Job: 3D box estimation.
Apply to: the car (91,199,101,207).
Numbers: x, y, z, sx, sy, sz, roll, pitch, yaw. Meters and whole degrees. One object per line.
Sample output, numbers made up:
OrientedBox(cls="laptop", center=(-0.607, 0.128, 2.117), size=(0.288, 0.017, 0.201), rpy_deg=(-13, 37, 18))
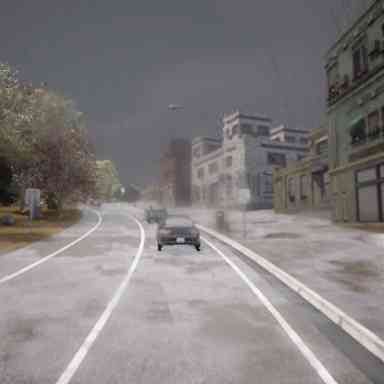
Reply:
OrientedBox(cls="car", center=(-18.442, 2.135, 63.814), size=(2.128, 1.511, 4.902), rpy_deg=(2, -1, -19))

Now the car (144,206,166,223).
OrientedBox(cls="car", center=(-3.277, 1.972, 30.070), size=(2.128, 1.511, 4.902), rpy_deg=(2, -1, -14))

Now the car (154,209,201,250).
OrientedBox(cls="car", center=(-0.720, 1.765, 15.438), size=(1.812, 1.442, 4.674), rpy_deg=(1, -1, -7))
